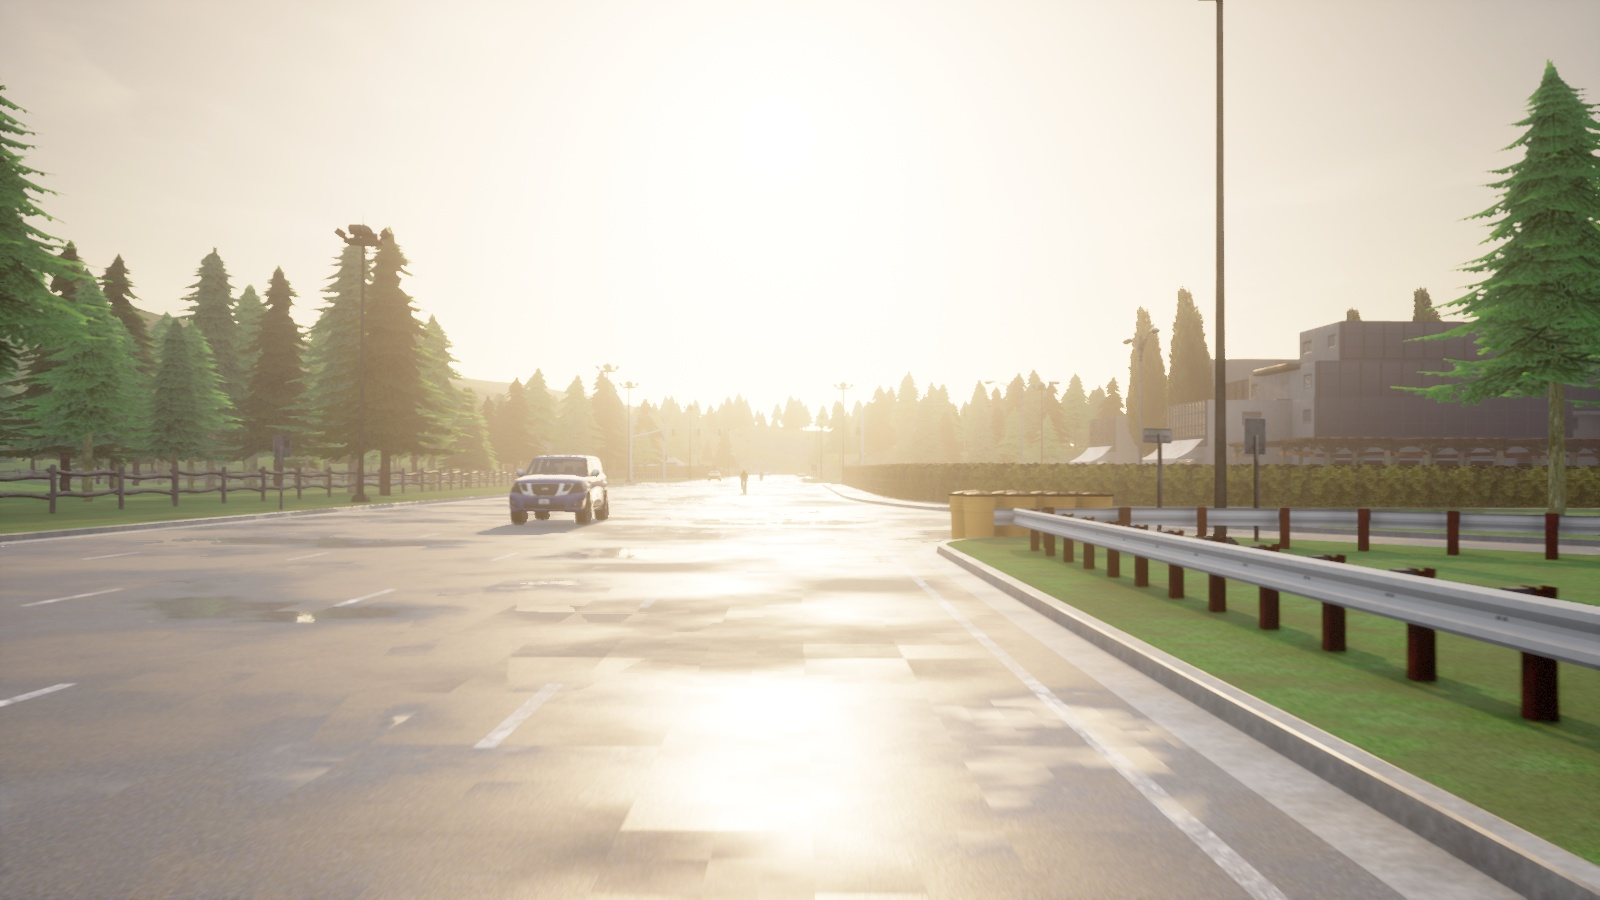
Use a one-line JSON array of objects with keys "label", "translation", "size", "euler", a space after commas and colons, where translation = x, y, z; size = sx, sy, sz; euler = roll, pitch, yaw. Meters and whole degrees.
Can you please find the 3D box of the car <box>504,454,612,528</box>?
[{"label": "car", "translation": [-7.088, 1.190, 37.432], "size": [2.150, 2.045, 5.566], "euler": [0, -1, 0]}]
